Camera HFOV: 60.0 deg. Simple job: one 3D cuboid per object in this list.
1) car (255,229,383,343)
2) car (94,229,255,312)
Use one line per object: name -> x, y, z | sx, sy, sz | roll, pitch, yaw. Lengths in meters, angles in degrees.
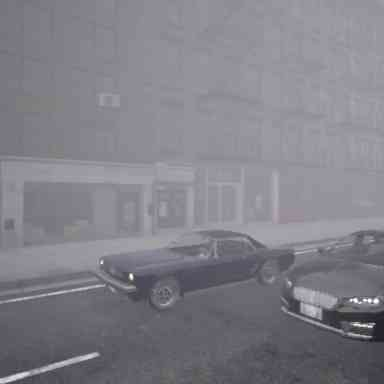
car -> 3.762, 1.507, 6.368 | 4.902, 1.511, 2.128 | 0, 0, -35
car -> 0.234, 1.612, 7.844 | 4.718, 1.301, 1.895 | 0, 0, -35
